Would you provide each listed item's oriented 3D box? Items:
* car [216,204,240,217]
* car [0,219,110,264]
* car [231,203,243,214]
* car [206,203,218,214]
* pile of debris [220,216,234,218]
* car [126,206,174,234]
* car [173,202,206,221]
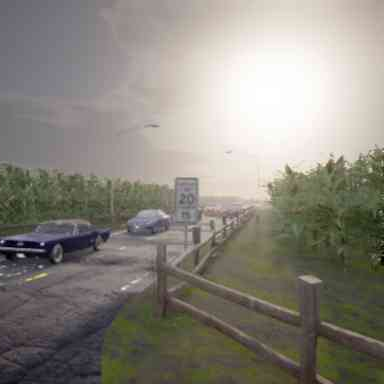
[{"bbox_3d":[4.727,2.551,42.912,1.895,1.301,4.718,1,-1,13],"label":"car"},{"bbox_3d":[-4.991,1.757,12.687,1.895,1.301,4.718,1,-1,12],"label":"car"},{"bbox_3d":[6.799,2.535,52.339,2.097,1.767,4.553,1,-1,13],"label":"car"},{"bbox_3d":[3.020,2.420,48.059,2.097,1.767,4.553,1,-1,13],"label":"car"},{"bbox_3d":[4.347,3.089,41.472,1.500,0.140,1.860,1,-1,13],"label":"pile of debris"},{"bbox_3d":[-2.825,1.914,22.442,1.812,1.442,4.674,1,-1,13],"label":"car"},{"bbox_3d":[-0.512,1.859,32.724,2.150,2.045,5.566,1,-1,13],"label":"car"}]
